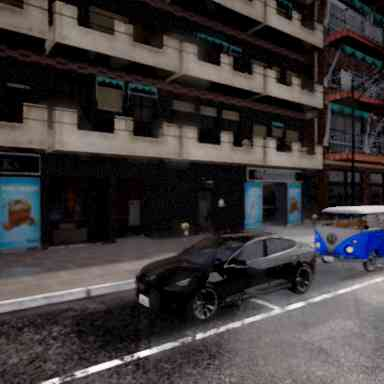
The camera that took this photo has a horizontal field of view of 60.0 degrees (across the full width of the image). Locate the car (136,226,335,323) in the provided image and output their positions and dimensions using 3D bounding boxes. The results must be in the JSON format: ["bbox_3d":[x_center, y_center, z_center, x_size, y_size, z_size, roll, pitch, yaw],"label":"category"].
[{"bbox_3d":[0.920,1.562,7.212,4.313,1.339,1.947,0,0,-36],"label":"car"}]

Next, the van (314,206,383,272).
[{"bbox_3d":[5.531,1.337,10.502,3.998,1.788,1.690,0,0,-36],"label":"van"}]
